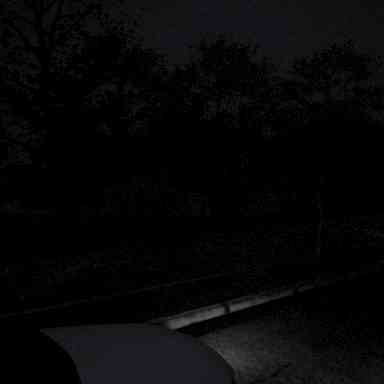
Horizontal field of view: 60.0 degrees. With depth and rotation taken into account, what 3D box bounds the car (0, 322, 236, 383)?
[{"bbox_3d":[-1.736,1.526,1.894,4.674,1.442,1.812,0,0,-36],"label":"car"}]
